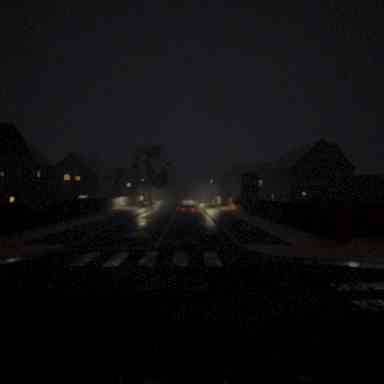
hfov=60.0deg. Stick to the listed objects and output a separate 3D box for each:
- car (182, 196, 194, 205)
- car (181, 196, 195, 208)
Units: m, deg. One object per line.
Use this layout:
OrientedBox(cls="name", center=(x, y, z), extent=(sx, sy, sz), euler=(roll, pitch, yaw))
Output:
OrientedBox(cls="car", center=(-0.759, 1.526, 59.217), extent=(1.882, 1.535, 5.008), euler=(0, 0, -2))
OrientedBox(cls="car", center=(-0.591, 1.528, 49.189), extent=(1.812, 1.442, 4.674), euler=(0, 0, -1))
